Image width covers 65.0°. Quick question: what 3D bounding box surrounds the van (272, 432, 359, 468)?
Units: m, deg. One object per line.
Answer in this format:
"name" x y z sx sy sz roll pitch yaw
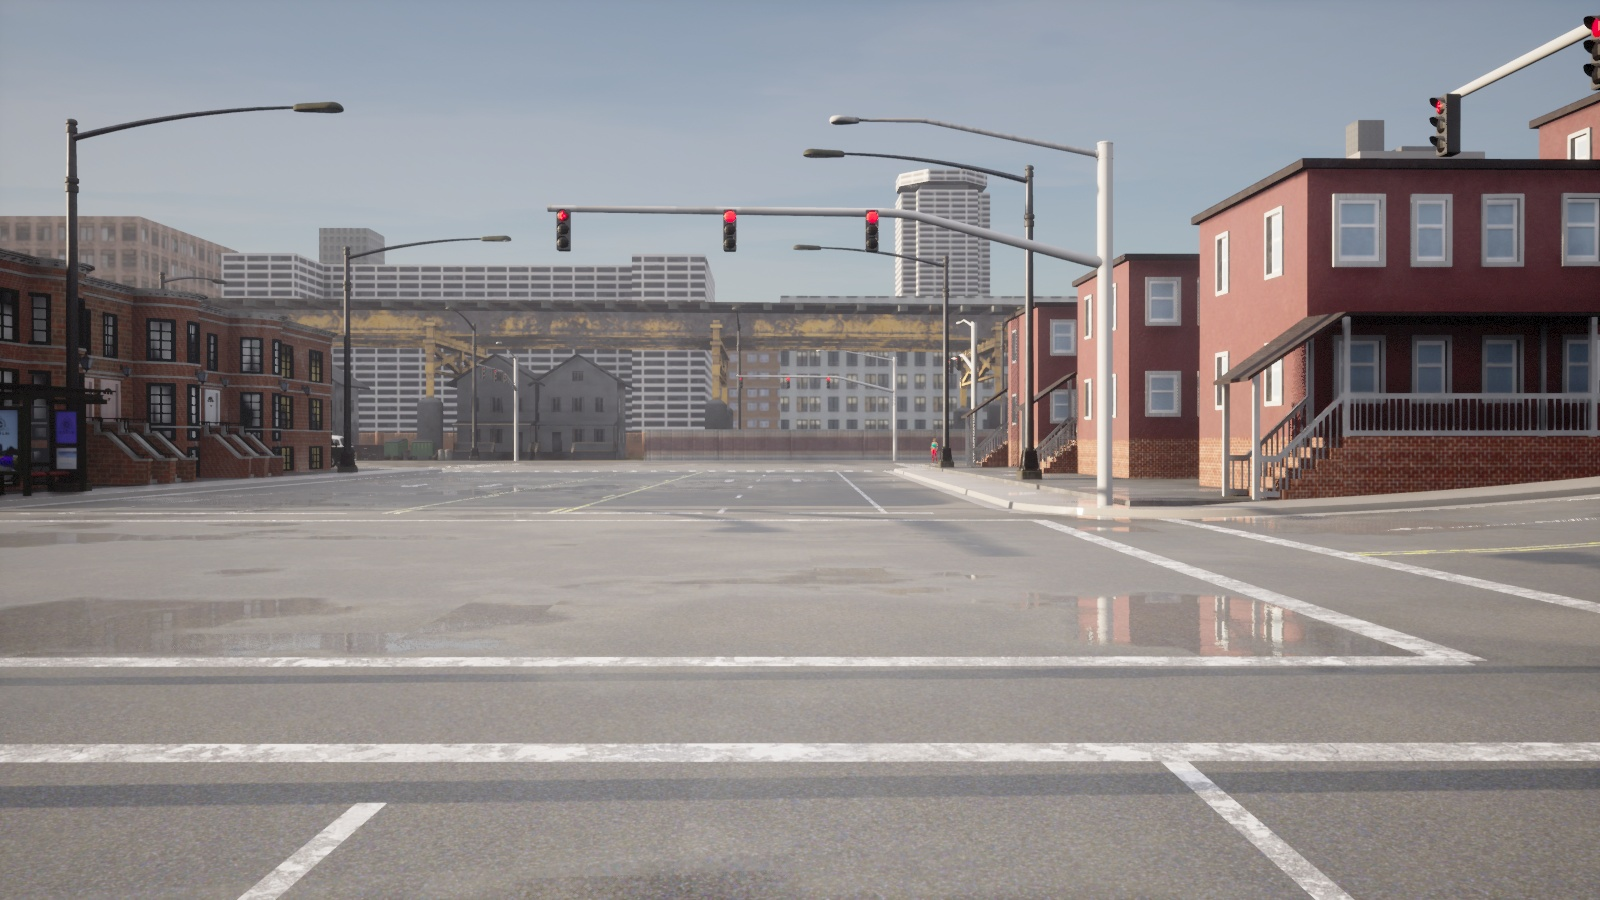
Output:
"van" -29.773 -0.002 77.297 4.480 2.038 2.069 2 0 0
